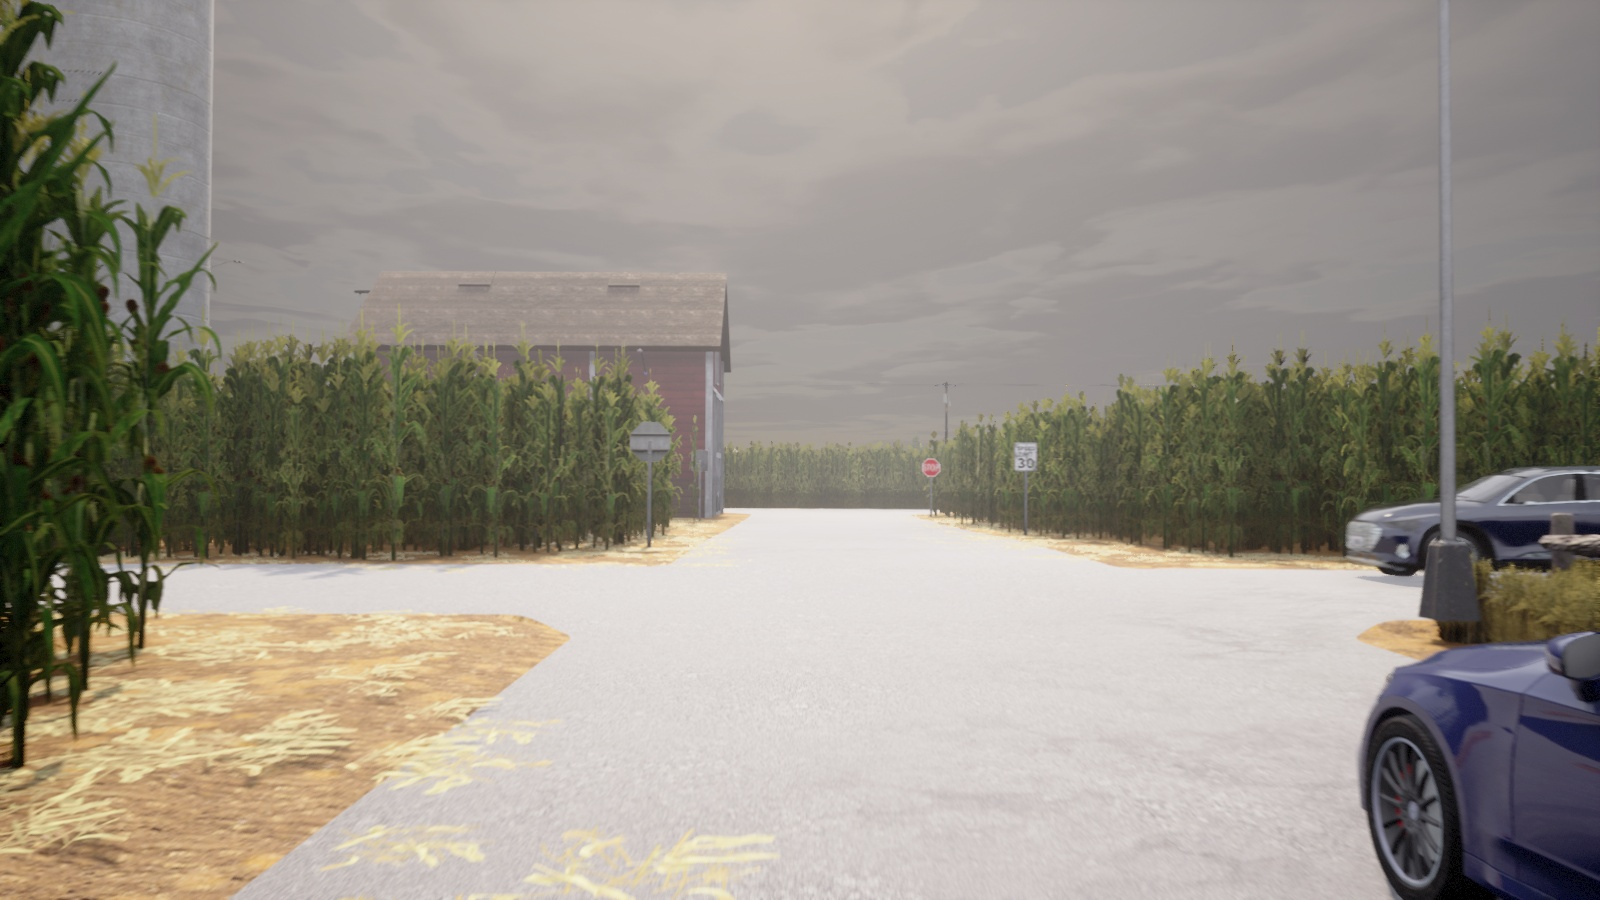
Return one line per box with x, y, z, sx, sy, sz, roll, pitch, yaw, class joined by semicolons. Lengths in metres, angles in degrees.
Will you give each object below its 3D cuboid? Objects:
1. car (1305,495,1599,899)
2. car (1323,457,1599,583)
3.092;0.879;3.074;1.812;1.442;4.674;0;-1;0;car
10.210;0.948;17.653;4.856;1.649;2.033;0;-1;2;car
